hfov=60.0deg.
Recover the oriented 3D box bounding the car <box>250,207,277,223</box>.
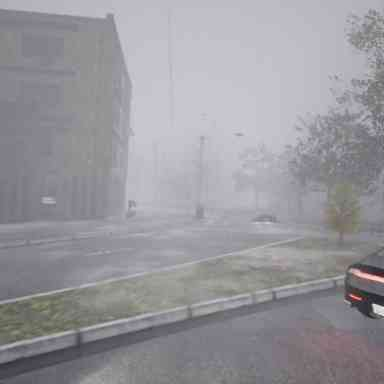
[{"bbox_3d":[7.353,2.265,33.613,2.033,1.411,5.357,2,-2,8],"label":"car"}]

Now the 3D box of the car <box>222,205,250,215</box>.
[{"bbox_3d":[7.169,2.795,51.615,4.902,1.511,2.128,3,-2,7],"label":"car"}]

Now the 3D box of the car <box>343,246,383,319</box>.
[{"bbox_3d":[4.860,1.500,5.964,4.902,1.511,2.128,0,0,-29],"label":"car"}]
